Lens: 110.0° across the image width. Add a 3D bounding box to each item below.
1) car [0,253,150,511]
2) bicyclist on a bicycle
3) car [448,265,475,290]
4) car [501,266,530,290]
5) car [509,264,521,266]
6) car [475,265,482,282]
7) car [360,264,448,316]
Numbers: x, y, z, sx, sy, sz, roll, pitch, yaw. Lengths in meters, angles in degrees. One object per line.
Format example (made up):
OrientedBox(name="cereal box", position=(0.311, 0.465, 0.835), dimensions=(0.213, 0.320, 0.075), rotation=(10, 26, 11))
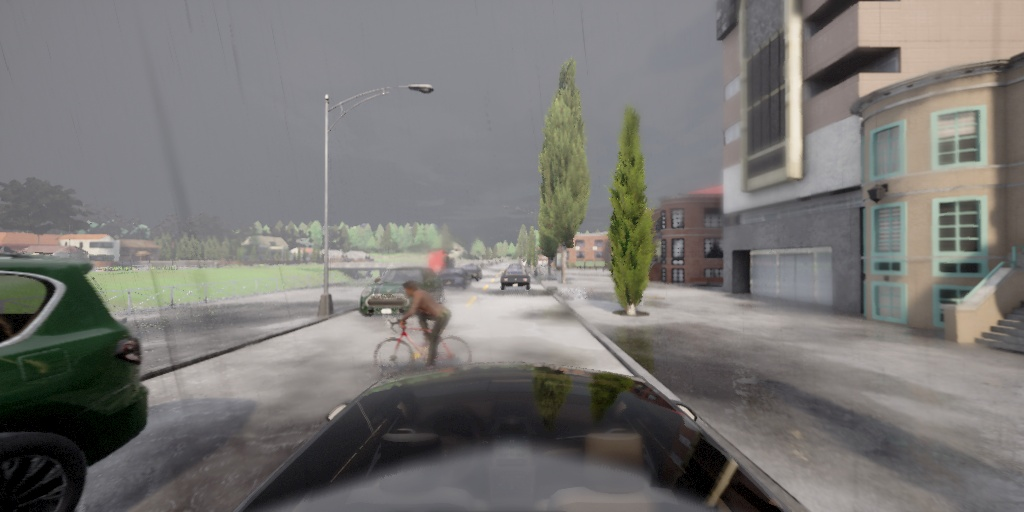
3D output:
OrientedBox(name="car", position=(-4.117, 0.962, 0.628), dimensions=(2.150, 2.045, 5.566), rotation=(0, 0, 0))
OrientedBox(name="bicyclist on a bicycle", position=(-1.511, 1.237, 6.005), dimensions=(1.656, 1.620, 0.582), rotation=(-2, -1, 1))
OrientedBox(name="car", position=(-3.865, 1.502, 23.997), dimensions=(1.994, 1.385, 4.181), rotation=(0, 0, 0))
OrientedBox(name="car", position=(0.239, 1.543, 24.602), dimensions=(1.895, 1.301, 4.718), rotation=(0, -1, 0))
OrientedBox(name="car", position=(0.336, 1.627, 40.801), dimensions=(2.033, 1.411, 5.357), rotation=(0, 0, 0))
OrientedBox(name="car", position=(-3.821, 1.564, 33.317), dimensions=(2.033, 1.411, 5.357), rotation=(0, 0, 1))
OrientedBox(name="car", position=(-4.028, 1.203, 13.796), dimensions=(2.097, 1.767, 4.553), rotation=(0, 0, 0))
